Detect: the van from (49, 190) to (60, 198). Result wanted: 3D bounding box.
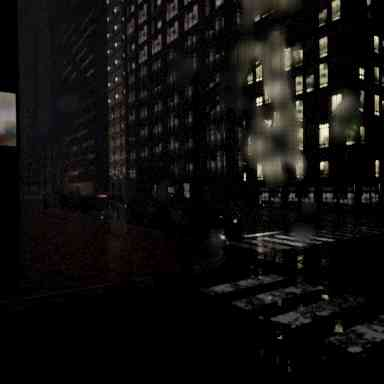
[{"bbox_3d":[-32.510,0.530,79.974,1.690,1.788,3.998,-1,1,-35],"label":"van"}]

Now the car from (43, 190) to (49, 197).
[{"bbox_3d":[-35.713,0.688,84.621,2.008,1.369,4.403,-1,1,-35],"label":"car"}]

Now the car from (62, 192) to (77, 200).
[{"bbox_3d":[-26.105,0.732,70.688,1.967,1.590,4.097,-1,1,-35],"label":"car"}]

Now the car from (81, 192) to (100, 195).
[{"bbox_3d":[-16.187,1.076,51.743,2.033,1.411,5.357,-1,1,-34],"label":"car"}]

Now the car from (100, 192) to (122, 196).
[{"bbox_3d":[-12.008,1.008,51.033,1.837,1.490,4.892,-1,1,-35],"label":"car"}]

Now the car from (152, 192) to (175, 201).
[{"bbox_3d":[-3.689,0.963,38.177,2.192,1.841,5.009,-1,1,-35],"label":"car"}]

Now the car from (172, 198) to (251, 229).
[{"bbox_3d":[1.085,1.382,21.034,2.128,1.511,4.902,-1,1,-34],"label":"car"}]

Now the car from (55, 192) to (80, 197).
[{"bbox_3d":[-18.675,1.093,49.868,1.837,1.490,4.892,-1,1,-34],"label":"car"}]

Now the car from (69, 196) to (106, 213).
[{"bbox_3d":[-10.562,1.353,33.390,1.947,1.339,4.313,-1,1,-35],"label":"car"}]

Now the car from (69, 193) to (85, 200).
[{"bbox_3d":[-22.903,0.888,66.045,1.887,1.381,4.507,-1,1,-35],"label":"car"}]

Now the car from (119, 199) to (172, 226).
[{"bbox_3d":[-2.930,1.455,22.371,2.008,1.369,4.403,-1,1,-35],"label":"car"}]

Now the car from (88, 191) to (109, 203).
[{"bbox_3d":[-15.993,0.795,56.750,2.097,1.767,4.553,-1,1,-35],"label":"car"}]

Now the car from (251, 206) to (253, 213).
[{"bbox_3d":[3.064,1.278,28.322,1.752,1.417,4.829,-1,1,-35],"label":"car"}]

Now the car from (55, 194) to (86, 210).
[{"bbox_3d":[-13.766,1.289,38.034,2.008,1.369,4.403,-1,1,-35],"label":"car"}]

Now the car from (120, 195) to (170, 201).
[{"bbox_3d":[-4.185,1.315,28.689,1.837,1.490,4.892,-1,1,-35],"label":"car"}]

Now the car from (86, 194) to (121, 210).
[{"bbox_3d":[-10.035,1.245,37.189,1.812,1.442,4.674,-1,1,-35],"label":"car"}]
